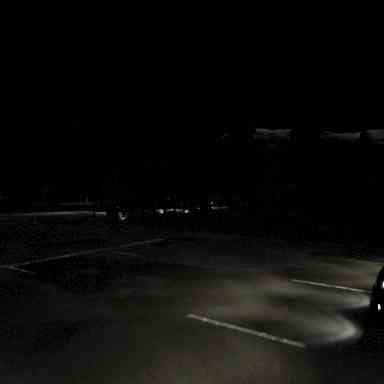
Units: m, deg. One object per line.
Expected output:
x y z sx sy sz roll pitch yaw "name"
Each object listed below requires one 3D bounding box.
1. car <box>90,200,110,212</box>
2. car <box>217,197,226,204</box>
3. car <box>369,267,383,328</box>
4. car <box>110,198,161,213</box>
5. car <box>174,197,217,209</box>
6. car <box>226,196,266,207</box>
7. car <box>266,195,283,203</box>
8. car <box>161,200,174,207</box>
-9.276 1.504 38.336 1.895 1.301 4.718 0 0 43 "car"
4.576 1.467 50.812 5.357 1.411 2.033 0 0 -37 "car"
5.068 1.352 4.630 4.553 1.767 2.097 0 0 36 "car"
-6.117 1.422 36.531 1.837 1.490 4.892 0 0 43 "car"
0.529 1.429 43.025 4.892 1.490 1.837 0 0 -41 "car"
7.908 1.425 48.759 4.902 1.511 2.128 0 0 -35 "car"
13.094 1.288 56.104 4.553 1.767 2.097 0 0 -28 "car"
-2.823 1.435 44.712 4.674 1.442 1.812 0 0 -42 "car"
